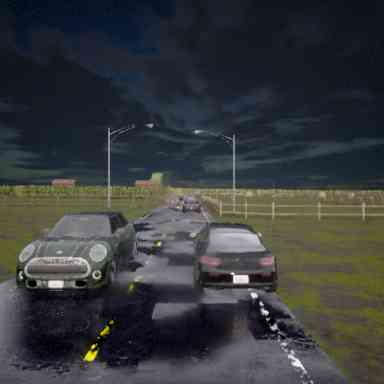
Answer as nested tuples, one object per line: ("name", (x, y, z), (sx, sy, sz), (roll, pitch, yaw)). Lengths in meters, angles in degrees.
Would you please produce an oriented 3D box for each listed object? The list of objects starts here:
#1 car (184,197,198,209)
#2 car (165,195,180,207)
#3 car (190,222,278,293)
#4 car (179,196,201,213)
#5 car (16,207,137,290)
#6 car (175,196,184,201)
("car", (-0.115, 1.459, 46.986), (1.882, 1.535, 5.008), (0, 0, 0))
("car", (-2.999, 1.330, 51.923), (2.097, 1.767, 4.553), (0, 0, 0))
("car", (0.938, 1.525, 8.736), (1.812, 1.442, 4.674), (0, 0, 0))
("car", (-0.039, 1.478, 36.456), (2.128, 1.511, 4.902), (0, 0, 0))
("car", (-2.877, 1.350, 9.259), (2.097, 1.767, 4.553), (0, 0, 0))
("car", (-2.998, 1.555, 80.913), (1.895, 1.301, 4.718), (0, 0, 0))
